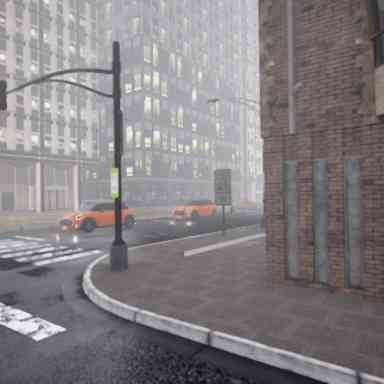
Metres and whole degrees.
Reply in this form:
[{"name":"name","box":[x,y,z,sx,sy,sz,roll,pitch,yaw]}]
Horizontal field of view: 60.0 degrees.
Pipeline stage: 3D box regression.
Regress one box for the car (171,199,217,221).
[{"name":"car","box":[0.244,1.417,28.216,2.097,1.767,4.553,-1,-1,36]}]

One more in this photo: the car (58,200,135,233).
[{"name":"car","box":[-5.650,1.397,20.058,2.097,1.767,4.553,-1,-1,37]}]

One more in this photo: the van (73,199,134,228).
[{"name":"van","box":[-6.221,1.439,23.656,1.690,1.788,3.998,-1,-1,36]}]

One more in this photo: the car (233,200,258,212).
[{"name":"car","box":[6.630,1.667,41.554,1.752,1.417,4.829,-1,-1,36]}]
